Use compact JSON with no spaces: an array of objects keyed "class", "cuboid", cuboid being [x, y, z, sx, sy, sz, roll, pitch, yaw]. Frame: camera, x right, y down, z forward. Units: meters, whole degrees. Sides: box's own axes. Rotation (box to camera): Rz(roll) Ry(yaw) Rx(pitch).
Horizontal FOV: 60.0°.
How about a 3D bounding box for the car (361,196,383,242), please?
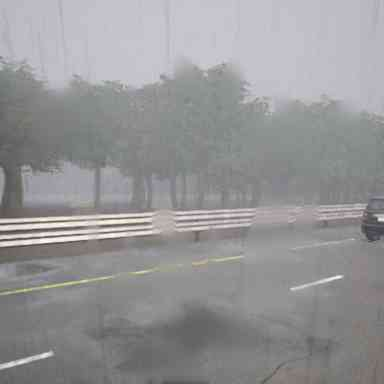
[{"class":"car","cuboid":[9.912,1.210,15.092,5.566,2.045,2.150,0,0,-35]}]
